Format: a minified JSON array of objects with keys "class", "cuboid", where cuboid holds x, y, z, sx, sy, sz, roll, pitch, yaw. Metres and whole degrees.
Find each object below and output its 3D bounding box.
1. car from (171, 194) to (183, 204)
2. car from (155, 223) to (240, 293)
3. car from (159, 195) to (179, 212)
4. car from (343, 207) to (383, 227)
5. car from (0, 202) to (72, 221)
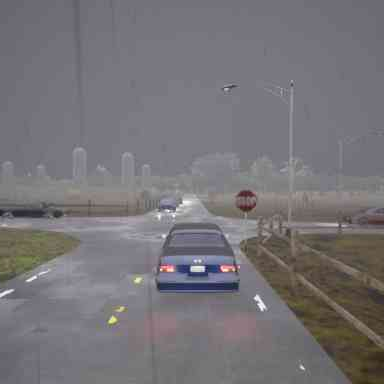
[{"class":"car","cuboid":[-2.846,1.442,49.278,2.128,1.511,4.902,0,0,0]},{"class":"car","cuboid":[0.103,1.543,8.988,2.033,1.411,5.357,0,0,0]},{"class":"car","cuboid":[-2.808,1.446,38.844,1.882,1.535,5.008,0,0,-1]},{"class":"car","cuboid":[13.499,1.823,24.598,4.181,1.385,1.994,1,1,0]},{"class":"car","cuboid":[-11.522,1.387,24.451,4.718,1.301,1.895,1,1,-1]}]
